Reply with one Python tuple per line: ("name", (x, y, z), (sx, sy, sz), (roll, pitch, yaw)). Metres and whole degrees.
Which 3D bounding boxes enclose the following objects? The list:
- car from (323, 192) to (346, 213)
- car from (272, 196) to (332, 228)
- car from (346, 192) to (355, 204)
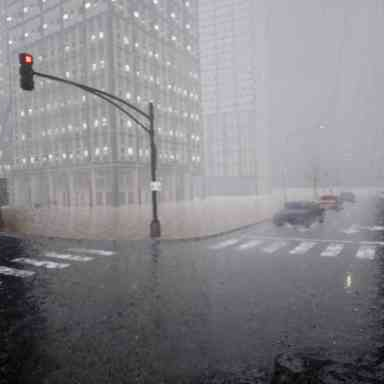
("car", (12.078, 0.973, 29.232), (1.812, 1.442, 4.674), (-2, 0, 30))
("car", (6.454, 1.230, 19.595), (2.033, 1.411, 5.357), (-2, 0, 34))
("car", (19.522, 0.680, 42.038), (2.033, 1.411, 5.357), (-2, 0, 30))
